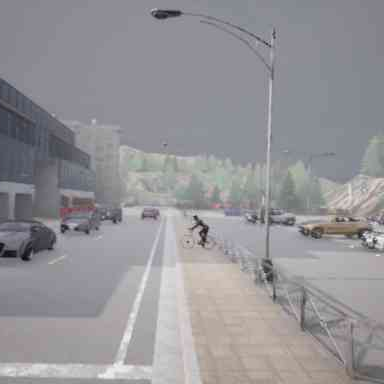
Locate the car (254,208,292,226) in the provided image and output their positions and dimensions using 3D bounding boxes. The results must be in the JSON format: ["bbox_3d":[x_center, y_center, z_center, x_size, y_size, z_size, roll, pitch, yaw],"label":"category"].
[{"bbox_3d":[9.159,2.690,36.163,3.866,1.878,1.905,2,-2,-4],"label":"car"}]

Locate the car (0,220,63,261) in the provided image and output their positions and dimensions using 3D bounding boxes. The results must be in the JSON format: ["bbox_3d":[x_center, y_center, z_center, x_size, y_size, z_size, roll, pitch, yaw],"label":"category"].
[{"bbox_3d":[-7.027,1.847,13.447,1.994,1.385,4.181,2,-2,-4],"label":"car"}]

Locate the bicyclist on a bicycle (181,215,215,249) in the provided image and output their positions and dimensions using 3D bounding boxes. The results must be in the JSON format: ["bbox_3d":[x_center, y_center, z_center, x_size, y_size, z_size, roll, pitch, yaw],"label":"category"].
[{"bbox_3d":[0.300,1.944,15.954,1.656,1.620,0.582,2,-2,-4],"label":"bicyclist on a bicycle"}]

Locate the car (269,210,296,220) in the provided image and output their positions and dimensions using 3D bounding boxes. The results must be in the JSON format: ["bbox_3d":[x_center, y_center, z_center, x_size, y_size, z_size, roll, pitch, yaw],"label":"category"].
[{"bbox_3d":[14.943,3.795,55.112,3.806,1.475,1.970,2,-2,-4],"label":"car"}]

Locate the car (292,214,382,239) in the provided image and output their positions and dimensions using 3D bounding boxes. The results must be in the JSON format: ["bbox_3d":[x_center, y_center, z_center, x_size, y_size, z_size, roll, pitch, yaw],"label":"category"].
[{"bbox_3d":[10.072,2.416,23.404,5.027,1.636,2.152,2,-2,-4],"label":"car"}]

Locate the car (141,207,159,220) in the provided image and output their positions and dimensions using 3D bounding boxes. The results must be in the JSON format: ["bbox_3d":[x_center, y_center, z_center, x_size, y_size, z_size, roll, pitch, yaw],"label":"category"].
[{"bbox_3d":[-5.382,2.710,42.256,2.128,1.511,4.902,2,-2,-4],"label":"car"}]

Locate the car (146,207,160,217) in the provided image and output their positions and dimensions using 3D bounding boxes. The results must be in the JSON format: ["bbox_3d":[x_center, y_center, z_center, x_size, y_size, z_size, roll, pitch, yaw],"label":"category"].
[{"bbox_3d":[-6.140,3.108,52.754,1.895,1.301,4.718,2,-2,-4],"label":"car"}]

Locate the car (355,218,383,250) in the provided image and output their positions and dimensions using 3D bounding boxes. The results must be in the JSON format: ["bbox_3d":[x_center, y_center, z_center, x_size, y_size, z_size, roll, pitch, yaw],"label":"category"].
[{"bbox_3d":[10.851,2.332,17.026,3.806,1.475,1.970,2,-2,-4],"label":"car"}]

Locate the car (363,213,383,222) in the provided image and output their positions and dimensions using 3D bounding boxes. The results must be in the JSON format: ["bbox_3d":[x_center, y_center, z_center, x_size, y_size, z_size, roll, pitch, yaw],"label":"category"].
[{"bbox_3d":[33.283,4.591,59.406,4.514,1.523,2.007,2,-2,-4],"label":"car"}]

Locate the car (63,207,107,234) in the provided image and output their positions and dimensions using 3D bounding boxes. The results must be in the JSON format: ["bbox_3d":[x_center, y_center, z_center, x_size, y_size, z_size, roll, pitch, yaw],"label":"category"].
[{"bbox_3d":[-7.732,2.047,23.356,2.128,1.511,4.902,2,-2,-4],"label":"car"}]

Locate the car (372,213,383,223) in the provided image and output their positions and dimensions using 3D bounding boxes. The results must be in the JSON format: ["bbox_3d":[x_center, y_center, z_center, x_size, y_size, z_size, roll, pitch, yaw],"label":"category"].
[{"bbox_3d":[33.560,4.498,56.282,5.027,1.636,2.152,2,-2,-4],"label":"car"}]

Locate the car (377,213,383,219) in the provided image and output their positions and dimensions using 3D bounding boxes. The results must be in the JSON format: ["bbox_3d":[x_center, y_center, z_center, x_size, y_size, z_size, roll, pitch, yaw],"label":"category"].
[{"bbox_3d":[26.760,3.850,43.931,3.633,1.501,1.845,2,-2,-4],"label":"car"}]

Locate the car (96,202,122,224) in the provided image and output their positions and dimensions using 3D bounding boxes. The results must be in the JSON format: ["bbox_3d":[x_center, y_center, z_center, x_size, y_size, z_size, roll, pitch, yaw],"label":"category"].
[{"bbox_3d":[-8.444,2.063,33.717,2.150,2.045,5.566,2,-2,-4],"label":"car"}]

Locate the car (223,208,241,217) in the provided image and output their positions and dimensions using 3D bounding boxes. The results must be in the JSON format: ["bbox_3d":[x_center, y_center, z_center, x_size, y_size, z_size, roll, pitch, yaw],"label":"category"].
[{"bbox_3d":[7.334,3.563,57.561,3.633,1.501,1.845,2,-2,-4],"label":"car"}]

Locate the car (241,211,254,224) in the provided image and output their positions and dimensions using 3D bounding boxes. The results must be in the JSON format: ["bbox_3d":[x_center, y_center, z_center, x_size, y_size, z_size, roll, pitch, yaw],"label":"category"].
[{"bbox_3d":[8.539,2.773,39.031,4.605,1.855,1.932,2,-2,-4],"label":"car"}]
